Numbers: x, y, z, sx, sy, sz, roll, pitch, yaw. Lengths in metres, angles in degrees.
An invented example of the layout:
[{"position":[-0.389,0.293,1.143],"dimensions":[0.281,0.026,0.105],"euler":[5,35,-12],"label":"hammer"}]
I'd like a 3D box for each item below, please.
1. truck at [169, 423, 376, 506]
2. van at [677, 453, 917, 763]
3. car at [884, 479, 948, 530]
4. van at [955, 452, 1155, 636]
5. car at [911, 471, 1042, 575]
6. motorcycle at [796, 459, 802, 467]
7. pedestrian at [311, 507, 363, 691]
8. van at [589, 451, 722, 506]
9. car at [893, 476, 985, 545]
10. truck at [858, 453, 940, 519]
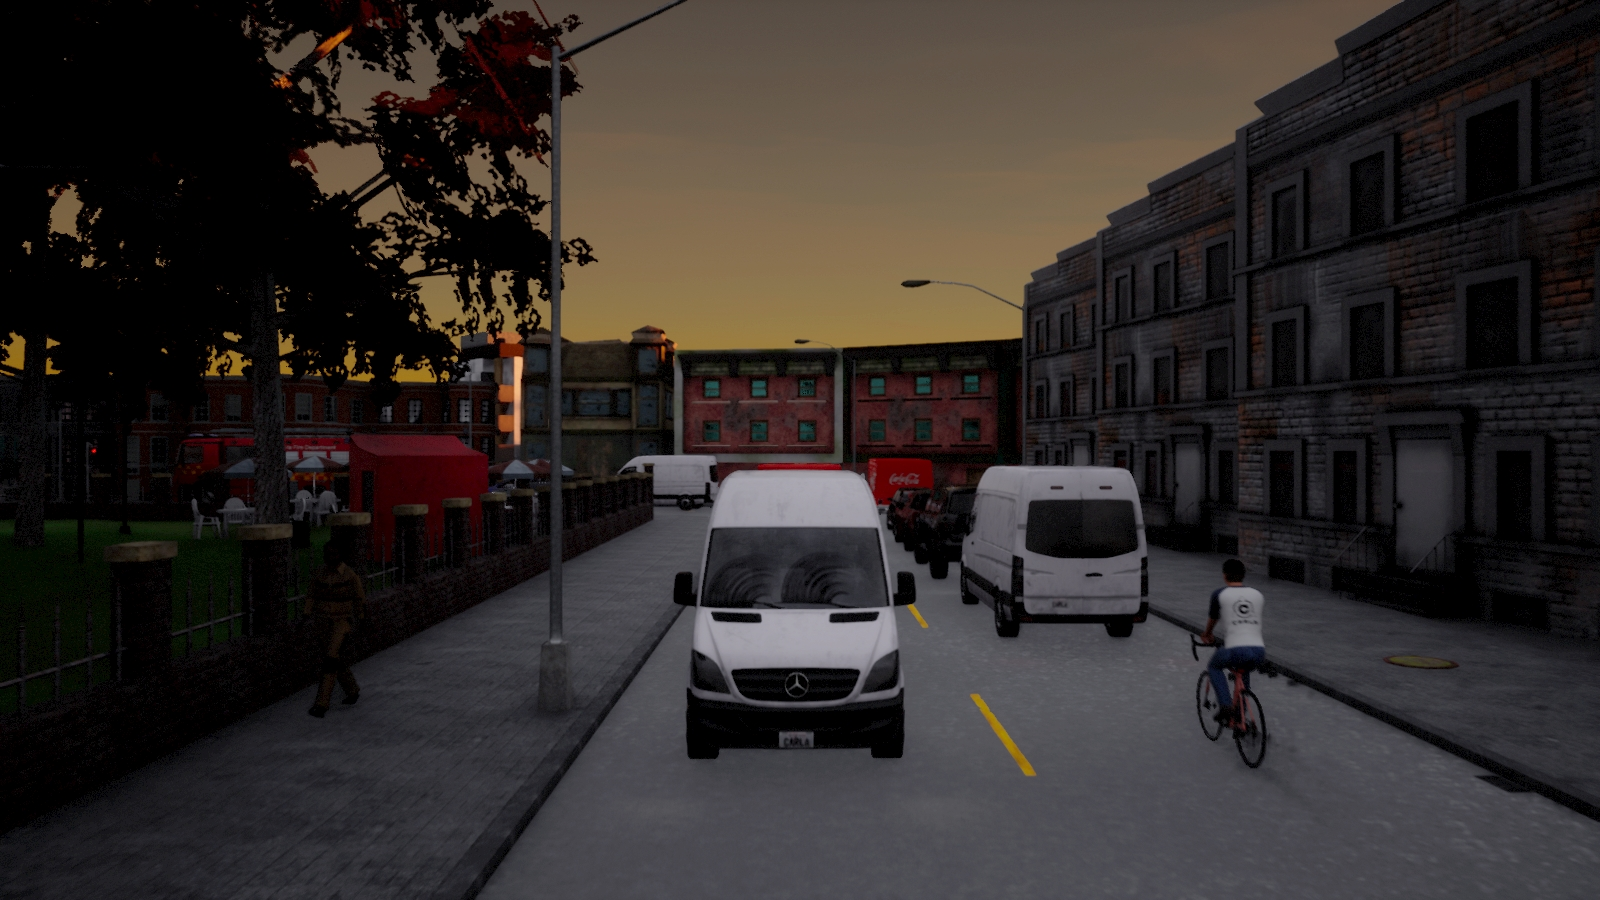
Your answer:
[{"position":[-24.980,0.670,54.394],"dimensions":[8.468,3.827,2.891],"euler":[0,0,-1],"label":"truck"},{"position":[-0.049,1.314,12.432],"dimensions":[1.988,2.561,5.915],"euler":[0,0,-1],"label":"van"},{"position":[3.898,1.806,38.945],"dimensions":[1.789,1.549,3.705],"euler":[0,0,0],"label":"car"},{"position":[3.964,1.314,18.928],"dimensions":[1.988,2.561,5.915],"euler":[0,0,0],"label":"van"},{"position":[3.903,1.559,26.351],"dimensions":[2.150,2.045,5.566],"euler":[0,0,0],"label":"car"},{"position":[-0.159,1.961,178.581],"dimensions":[0.856,1.236,1.805],"euler":[0,0,0],"label":"motorcycle"},{"position":[-4.780,1.525,11.813],"dimensions":[0.375,1.860,0.375],"euler":[0,0,3],"label":"pedestrian"},{"position":[-6.830,1.315,54.280],"dimensions":[5.915,2.561,1.988],"euler":[0,0,10],"label":"van"},{"position":[3.950,1.686,33.147],"dimensions":[2.097,1.767,4.553],"euler":[0,0,0],"label":"car"},{"position":[3.825,1.349,45.313],"dimensions":[2.627,2.467,5.204],"euler":[0,0,-2],"label":"truck"}]
